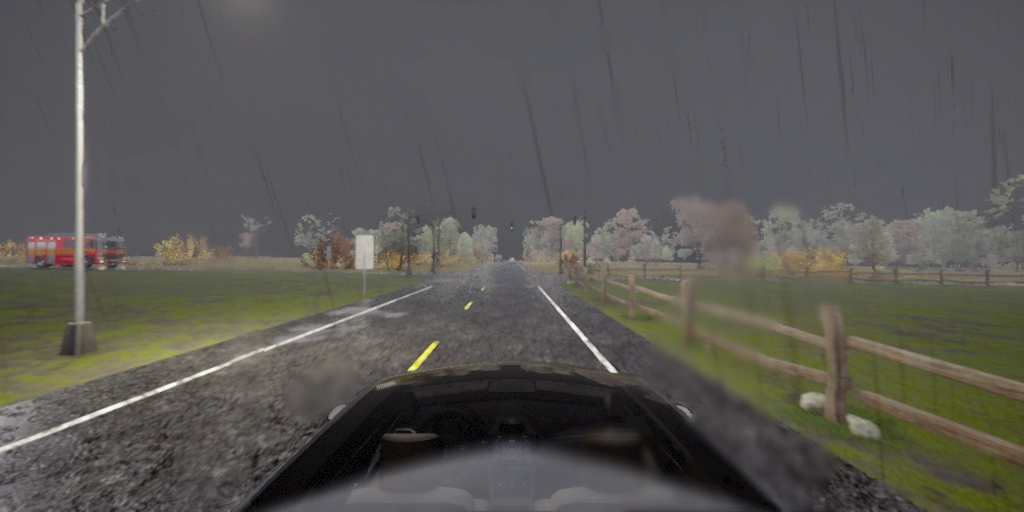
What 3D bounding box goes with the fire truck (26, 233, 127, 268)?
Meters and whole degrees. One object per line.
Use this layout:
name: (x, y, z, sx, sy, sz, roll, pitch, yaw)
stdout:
fire truck: (-47.969, -0.605, 39.646, 8.468, 3.827, 2.891, 1, -1, 3)
